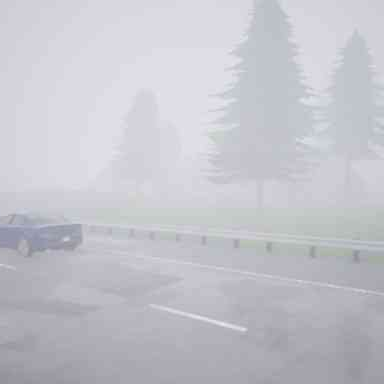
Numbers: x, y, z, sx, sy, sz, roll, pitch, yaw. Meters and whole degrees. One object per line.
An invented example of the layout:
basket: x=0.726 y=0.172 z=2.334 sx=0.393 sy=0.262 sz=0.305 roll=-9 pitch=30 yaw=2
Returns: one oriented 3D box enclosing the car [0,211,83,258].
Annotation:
car: x=-6.306 y=1.457 z=12.791 sx=5.008 sy=1.535 sz=1.882 roll=0 pitch=0 yaw=36
